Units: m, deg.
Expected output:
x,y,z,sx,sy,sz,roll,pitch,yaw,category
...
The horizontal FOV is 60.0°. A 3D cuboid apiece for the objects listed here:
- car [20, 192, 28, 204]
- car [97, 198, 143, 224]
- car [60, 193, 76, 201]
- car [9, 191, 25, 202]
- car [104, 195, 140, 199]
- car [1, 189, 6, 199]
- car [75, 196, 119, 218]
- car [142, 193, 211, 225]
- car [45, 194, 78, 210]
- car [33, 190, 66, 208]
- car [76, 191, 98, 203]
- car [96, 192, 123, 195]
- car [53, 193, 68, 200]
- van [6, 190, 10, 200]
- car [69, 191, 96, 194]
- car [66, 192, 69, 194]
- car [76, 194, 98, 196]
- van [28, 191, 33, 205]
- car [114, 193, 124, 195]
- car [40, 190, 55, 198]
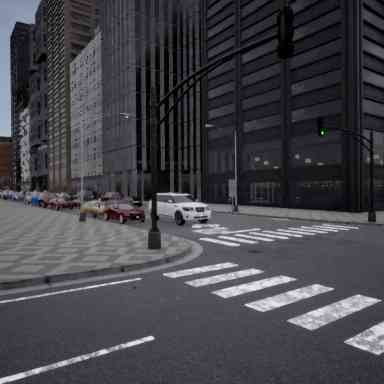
x,y,z,sx,sy,sz,roll,pitch,yaw,category
-24.757,1.125,51.367,2.008,1.369,4.403,0,1,-36,car
-4.945,1.416,24.045,1.887,1.381,4.507,0,1,-36,car
-24.456,0.948,65.476,1.802,1.307,4.206,0,1,-36,car
-31.360,0.903,60.474,1.967,1.590,4.097,0,1,-36,car
-7.046,1.328,31.630,2.033,1.411,5.357,-1,1,-35,car
-37.963,0.663,69.579,2.192,1.841,5.009,0,1,-36,car
-8.148,1.352,28.461,1.752,1.417,4.829,0,1,-36,car
-1.036,1.085,23.331,2.150,2.045,5.566,-1,1,-36,car
-14.851,1.275,37.706,1.887,1.381,4.507,0,1,-36,car
-18.152,0.995,42.258,2.192,1.841,5.009,0,1,-36,car
-17.852,0.793,56.367,2.192,1.841,5.009,0,1,-36,car
-11.249,0.898,47.260,2.192,1.841,5.009,0,1,-36,car
-27.758,0.853,70.029,1.887,1.381,4.507,0,1,-36,car
-34.660,0.747,65.026,1.690,1.788,3.998,0,1,-36,van
-15.678,0.799,48.877,2.150,2.045,5.566,-1,1,-38,car
-21.857,0.830,57.331,2.097,1.767,4.553,-1,1,-36,car
-12.935,1.258,39.778,1.994,1.385,4.181,-1,1,-35,car
-21.454,0.969,46.812,1.690,1.788,3.998,0,1,-36,van
-7.948,1.199,42.709,1.947,1.339,4.313,0,1,-36,car
-34.359,0.509,79.133,2.192,1.841,5.009,0,1,-36,car
